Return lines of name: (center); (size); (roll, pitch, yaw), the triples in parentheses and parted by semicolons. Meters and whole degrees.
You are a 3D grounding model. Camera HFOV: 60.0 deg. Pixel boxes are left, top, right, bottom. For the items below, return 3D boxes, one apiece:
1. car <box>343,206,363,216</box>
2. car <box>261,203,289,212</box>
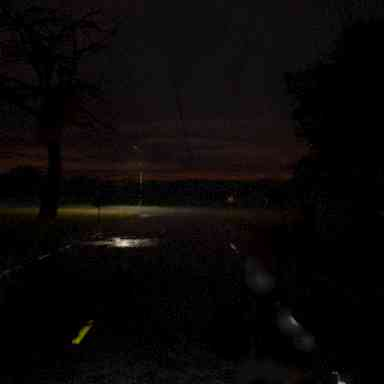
car: (26.967, 3.080, 53.324); (5.008, 1.535, 1.882); (2, 0, 0)
car: (15.030, 2.751, 60.379); (4.902, 1.511, 2.128); (1, 0, 0)
